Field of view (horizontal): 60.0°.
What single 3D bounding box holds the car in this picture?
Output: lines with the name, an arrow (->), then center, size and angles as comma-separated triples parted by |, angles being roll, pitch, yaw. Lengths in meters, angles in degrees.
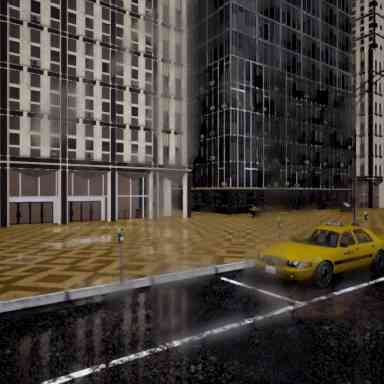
car -> 3.830, 1.526, 9.271 | 4.829, 1.417, 1.752 | 0, 0, -35
